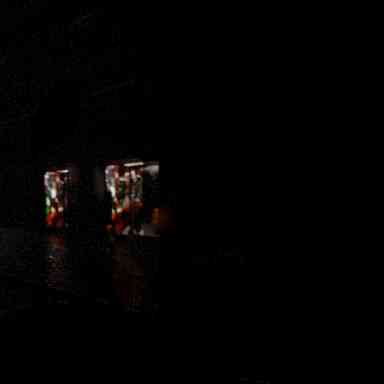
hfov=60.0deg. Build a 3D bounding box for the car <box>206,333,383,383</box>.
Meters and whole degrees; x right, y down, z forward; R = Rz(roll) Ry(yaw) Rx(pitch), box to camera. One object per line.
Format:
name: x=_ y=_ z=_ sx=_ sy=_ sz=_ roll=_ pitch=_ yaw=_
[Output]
car: x=1.785 y=1.439 z=1.620 sx=4.097 sy=1.590 sz=1.967 roll=0 pitch=-1 yaw=36
